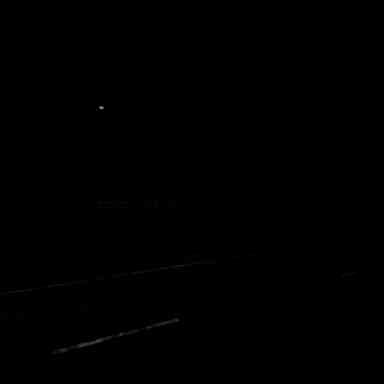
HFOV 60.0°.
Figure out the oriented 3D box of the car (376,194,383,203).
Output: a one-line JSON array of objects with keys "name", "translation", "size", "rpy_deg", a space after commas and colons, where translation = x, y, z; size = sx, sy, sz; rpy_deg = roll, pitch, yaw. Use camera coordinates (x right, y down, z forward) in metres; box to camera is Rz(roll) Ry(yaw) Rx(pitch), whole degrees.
[{"name": "car", "translation": [34.797, 1.199, 58.788], "size": [5.566, 2.045, 2.150], "rpy_deg": [0, 0, -35]}]
